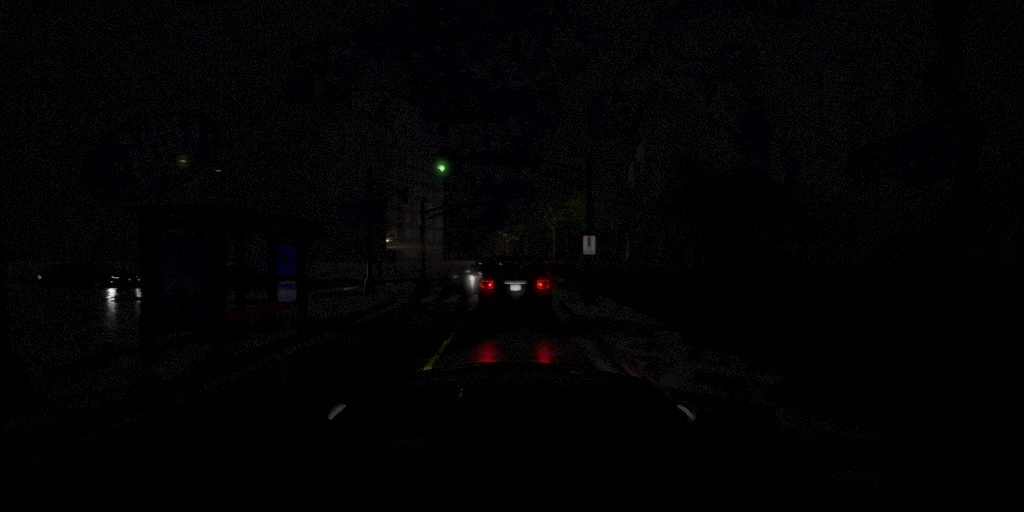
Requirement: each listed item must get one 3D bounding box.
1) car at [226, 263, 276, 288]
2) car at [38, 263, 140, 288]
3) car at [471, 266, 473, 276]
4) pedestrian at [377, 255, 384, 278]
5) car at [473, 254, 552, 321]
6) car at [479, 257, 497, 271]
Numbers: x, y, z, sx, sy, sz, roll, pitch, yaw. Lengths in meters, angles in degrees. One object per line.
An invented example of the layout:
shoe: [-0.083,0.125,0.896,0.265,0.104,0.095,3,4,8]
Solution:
car: [-15.172,1.170,21.306,5.008,1.535,1.882,0,1,0]
car: [-25.358,1.167,21.559,4.892,1.490,1.837,0,1,1]
car: [-3.106,1.234,36.834,2.033,1.411,5.357,0,0,0]
pedestrian: [-10.089,0.790,27.409,0.375,1.860,0.375,0,0,1]
car: [0.098,0.956,12.434,2.150,2.045,5.566,0,0,0]
car: [-3.097,1.017,46.702,2.097,1.767,4.553,0,0,0]
